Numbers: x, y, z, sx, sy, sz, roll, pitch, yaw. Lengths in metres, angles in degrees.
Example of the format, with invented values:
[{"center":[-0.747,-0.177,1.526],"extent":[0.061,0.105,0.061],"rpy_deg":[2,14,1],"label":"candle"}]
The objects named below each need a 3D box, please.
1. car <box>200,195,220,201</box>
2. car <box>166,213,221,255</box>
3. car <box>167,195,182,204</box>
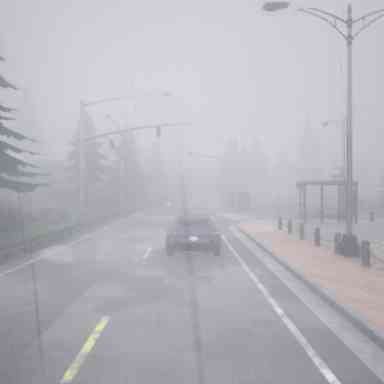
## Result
[{"center":[4.118,1.365,74.662],"extent":[2.033,1.411,5.357],"rpy_deg":[0,0,42],"label":"car"},{"center":[0.066,1.532,13.168],"extent":[1.994,1.385,4.181],"rpy_deg":[0,0,0],"label":"car"},{"center":[-3.086,1.364,60.041],"extent":[1.837,1.490,4.892],"rpy_deg":[-1,0,10],"label":"car"}]
